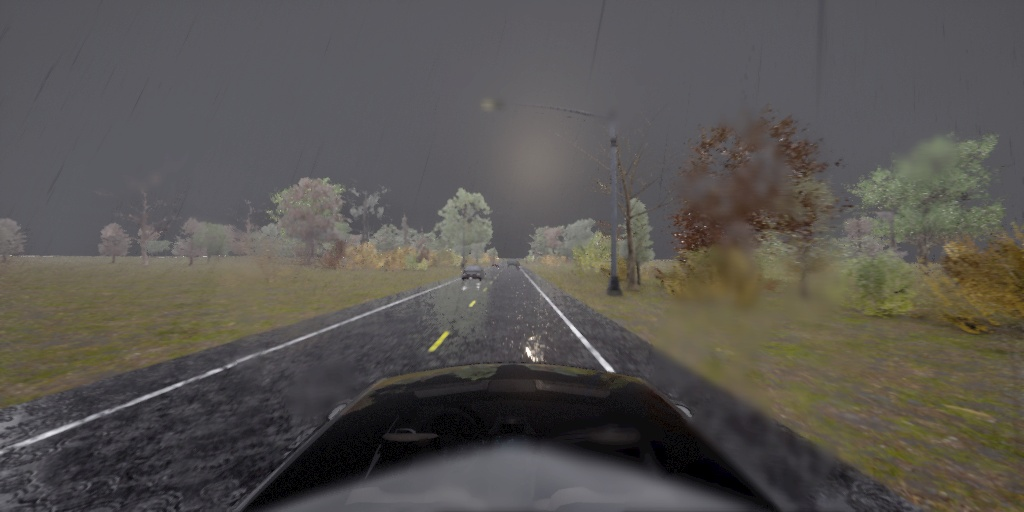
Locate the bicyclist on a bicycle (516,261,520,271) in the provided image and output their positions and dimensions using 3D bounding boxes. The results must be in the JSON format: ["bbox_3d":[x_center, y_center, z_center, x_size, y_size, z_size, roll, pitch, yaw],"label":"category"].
[{"bbox_3d":[0.977,1.646,55.434,0.582,1.620,1.656,0,-1,0],"label":"bicyclist on a bicycle"}]

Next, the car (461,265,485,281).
[{"bbox_3d":[-3.586,1.570,33.865,2.033,1.411,5.357,0,0,0],"label":"car"}]
